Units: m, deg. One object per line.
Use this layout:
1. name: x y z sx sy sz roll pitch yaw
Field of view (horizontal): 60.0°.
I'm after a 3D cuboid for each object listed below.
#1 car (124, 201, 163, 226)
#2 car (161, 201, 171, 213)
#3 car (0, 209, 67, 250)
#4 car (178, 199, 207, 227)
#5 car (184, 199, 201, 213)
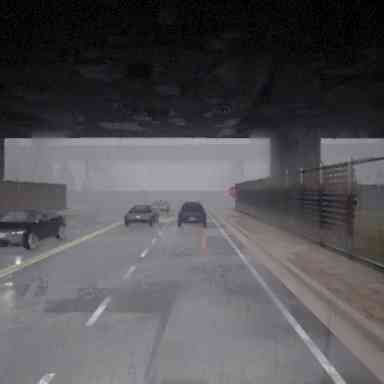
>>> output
1. car: -3.470 1.579 23.539 1.994 1.385 4.181 0 0 1
2. car: -3.440 1.624 37.001 1.895 1.301 4.718 0 0 0
3. car: -7.066 1.501 14.422 2.128 1.511 4.902 0 0 0
4. car: 0.027 1.492 23.051 1.882 1.535 5.008 0 0 0
5. car: 0.064 1.527 37.505 1.837 1.490 4.892 0 0 1
